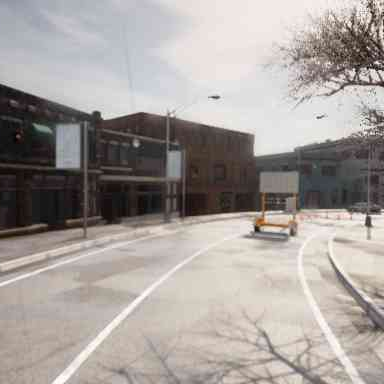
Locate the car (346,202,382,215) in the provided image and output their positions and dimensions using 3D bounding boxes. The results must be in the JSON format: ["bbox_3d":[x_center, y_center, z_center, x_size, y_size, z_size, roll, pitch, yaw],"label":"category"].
[{"bbox_3d":[19.633,1.811,37.947,4.181,1.385,1.994,1,1,-29],"label":"car"}]

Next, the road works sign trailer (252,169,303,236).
[{"bbox_3d":[5.053,0.506,19.186,2.380,3.560,2.880,1,0,33],"label":"road works sign trailer"}]

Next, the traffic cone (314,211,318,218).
[{"bbox_3d":[11.386,2.069,30.626,0.340,0.580,0.340,2,1,36],"label":"traffic cone"}]

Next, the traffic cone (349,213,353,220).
[{"bbox_3d":[13.807,2.144,28.857,0.340,0.580,0.340,2,1,36],"label":"traffic cone"}]
